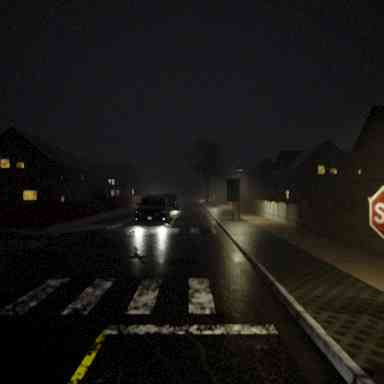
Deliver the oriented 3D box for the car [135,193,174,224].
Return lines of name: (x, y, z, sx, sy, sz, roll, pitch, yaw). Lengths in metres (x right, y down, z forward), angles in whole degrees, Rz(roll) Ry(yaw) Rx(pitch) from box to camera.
car: (-2.801, 1.280, 24.692, 2.150, 2.045, 5.566, 0, 2, 0)

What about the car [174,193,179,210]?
car: (-2.847, 1.161, 42.200, 2.150, 2.045, 5.566, 0, 1, 0)
